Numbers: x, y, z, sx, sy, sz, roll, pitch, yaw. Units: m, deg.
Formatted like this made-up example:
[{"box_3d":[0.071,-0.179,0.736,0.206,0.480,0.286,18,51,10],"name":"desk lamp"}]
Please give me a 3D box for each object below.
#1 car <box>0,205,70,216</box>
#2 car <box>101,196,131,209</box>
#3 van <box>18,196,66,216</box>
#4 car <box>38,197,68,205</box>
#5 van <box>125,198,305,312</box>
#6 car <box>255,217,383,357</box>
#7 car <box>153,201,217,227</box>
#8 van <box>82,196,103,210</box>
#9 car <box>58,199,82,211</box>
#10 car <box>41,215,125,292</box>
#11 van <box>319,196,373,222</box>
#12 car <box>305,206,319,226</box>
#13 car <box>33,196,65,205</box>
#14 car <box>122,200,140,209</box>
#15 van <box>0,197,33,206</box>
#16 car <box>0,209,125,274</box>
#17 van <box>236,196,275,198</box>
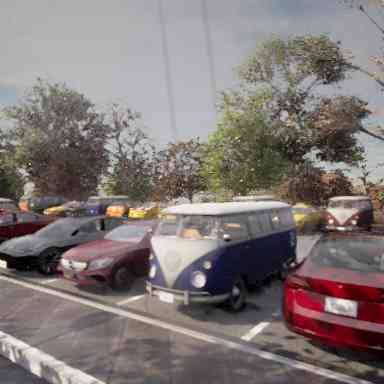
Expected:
[{"box_3d":[-8.119,1.528,14.060,2.097,1.535,5.008,0,0,36],"name":"car"},{"box_3d":[-4.893,1.440,27.785,2.185,1.767,4.553,0,0,36],"name":"car"},{"box_3d":[-16.172,1.462,36.028,1.878,1.987,4.442,-1,-1,36],"name":"van"},{"box_3d":[-11.741,1.622,32.490,1.946,1.575,5.366,-1,0,36],"name":"car"},{"box_3d":[0.843,1.225,7.505,1.878,1.987,4.442,0,0,36],"name":"van"},{"box_3d":[3.193,1.461,6.005,2.163,1.488,4.792,0,0,36],"name":"car"},{"box_3d":[-0.369,1.526,24.584,2.097,1.535,5.008,0,0,36],"name":"car"},{"box_3d":[-7.061,1.359,29.516,1.878,1.987,4.442,0,0,36],"name":"van"},{"box_3d":[-9.386,1.605,31.026,2.231,1.521,4.892,0,0,36],"name":"car"},{"box_3d":[-1.345,1.510,9.215,2.002,1.452,4.674,0,0,36],"name":"car"},{"box_3d":[8.579,1.223,18.052,1.878,1.987,4.442,0,0,36],"name":"van"},{"box_3d":[6.289,1.465,19.606,1.946,1.575,5.366,0,0,36],"name":"car"},{"box_3d":[-13.872,1.399,34.274,2.435,2.045,5.566,-1,-1,36],"name":"car"},{"box_3d":[-2.725,1.546,26.268,2.097,1.535,5.008,0,0,36],"name":"car"},{"box_3d":[-10.315,1.321,15.765,1.878,1.987,4.442,0,0,36],"name":"van"},{"box_3d":[-3.623,1.519,10.803,2.163,1.488,4.792,0,0,36],"name":"car"},{"box_3d":[4.209,1.262,21.463,1.878,1.987,4.442,0,0,36],"name":"van"}]
